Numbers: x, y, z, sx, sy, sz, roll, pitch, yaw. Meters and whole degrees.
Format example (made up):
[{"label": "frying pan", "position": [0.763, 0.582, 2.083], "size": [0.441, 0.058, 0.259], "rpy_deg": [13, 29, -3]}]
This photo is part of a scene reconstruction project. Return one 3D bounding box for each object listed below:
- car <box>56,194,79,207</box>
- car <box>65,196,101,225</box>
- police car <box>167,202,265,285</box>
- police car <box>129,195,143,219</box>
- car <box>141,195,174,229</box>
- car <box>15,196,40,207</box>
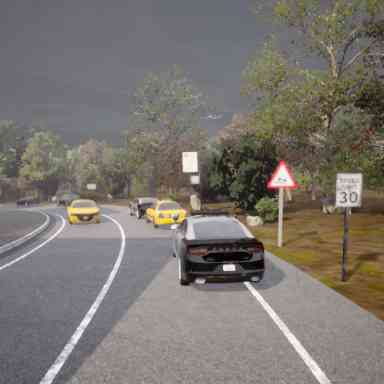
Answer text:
[{"label": "car", "position": [-16.468, 1.057, 44.517], "size": [2.097, 1.767, 4.553], "rpy_deg": [-5, 3, -42]}, {"label": "car", "position": [-7.371, 1.288, 22.570], "size": [1.882, 1.535, 5.008], "rpy_deg": [-2, 1, -21]}, {"label": "police car", "position": [0.465, 1.303, 9.367], "size": [1.930, 1.638, 5.238], "rpy_deg": [-1, 1, -7]}, {"label": "police car", "position": [-3.590, 1.063, 25.549], "size": [1.930, 1.638, 5.238], "rpy_deg": [-2, 1, -21]}, {"label": "car", "position": [-1.602, 1.169, 19.685], "size": [1.801, 1.575, 5.366], "rpy_deg": [-2, 1, -16]}, {"label": "car", "position": [-26.684, 1.491, 53.775], "size": [5.008, 1.535, 1.882], "rpy_deg": [-2, 3, 34]}]
